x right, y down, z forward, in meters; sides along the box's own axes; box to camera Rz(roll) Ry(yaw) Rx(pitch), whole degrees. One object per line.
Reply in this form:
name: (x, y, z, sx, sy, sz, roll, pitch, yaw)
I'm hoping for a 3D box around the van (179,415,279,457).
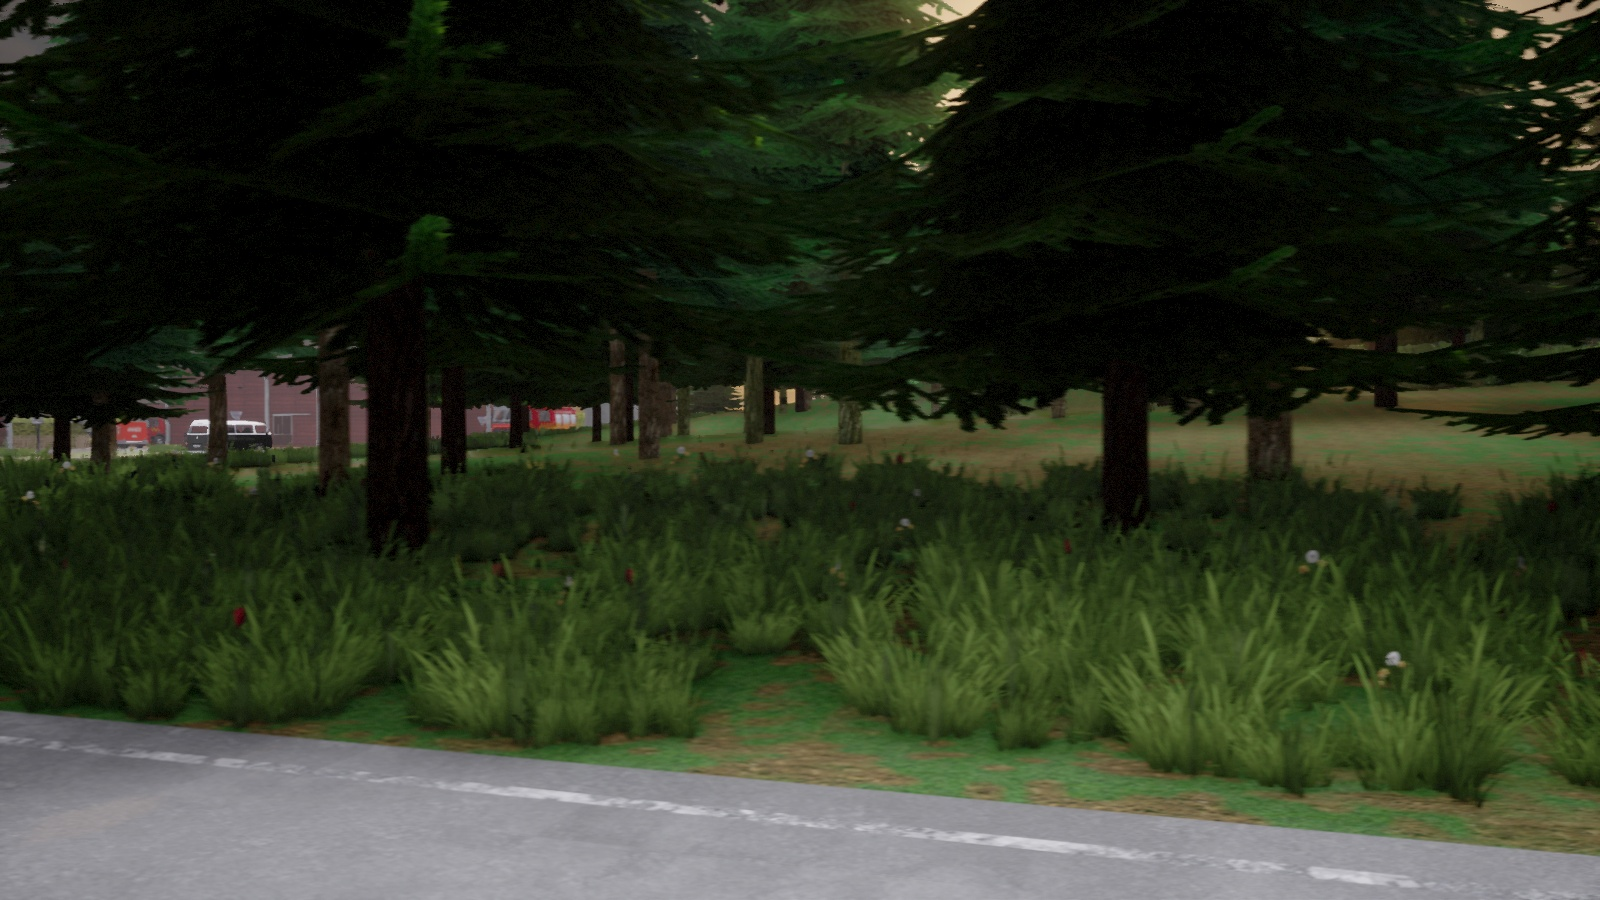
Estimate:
van: (-28.692, -0.711, 63.236, 2.069, 2.038, 4.480, 1, 1, 19)
